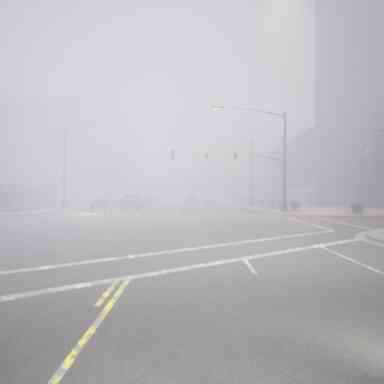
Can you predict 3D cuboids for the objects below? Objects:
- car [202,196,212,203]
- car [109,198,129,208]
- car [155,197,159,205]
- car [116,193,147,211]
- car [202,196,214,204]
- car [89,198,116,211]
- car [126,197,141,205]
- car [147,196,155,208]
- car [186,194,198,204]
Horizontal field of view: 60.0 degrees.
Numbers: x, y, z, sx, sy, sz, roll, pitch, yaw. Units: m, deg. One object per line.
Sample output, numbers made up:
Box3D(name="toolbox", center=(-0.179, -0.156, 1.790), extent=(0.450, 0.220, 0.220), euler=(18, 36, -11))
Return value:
Box3D(name="car", center=(3.431, 1.753, 78.159), extent=(2.033, 1.411, 5.357), euler=(0, -1, 0))
Box3D(name="car", center=(-10.606, 1.615, 48.545), extent=(1.895, 1.301, 4.718), euler=(0, 0, 0))
Box3D(name="car", center=(-7.095, 1.605, 61.100), extent=(1.882, 1.535, 5.008), euler=(0, -1, 0))
Box3D(name="car", center=(-7.105, 1.179, 39.647), extent=(2.150, 2.045, 5.566), euler=(0, 0, 0))
Box3D(name="car", center=(3.440, 1.718, 68.157), extent=(1.812, 1.442, 4.674), euler=(0, -1, 0))
Box3D(name="car", center=(-10.603, 1.444, 39.273), extent=(2.128, 1.511, 4.902), euler=(0, 0, 0))
Box3D(name="car", center=(-10.587, 1.604, 60.916), extent=(1.882, 1.535, 5.008), euler=(0, -1, 0))
Box3D(name="car", center=(-7.102, 1.372, 49.288), extent=(2.097, 1.767, 4.553), euler=(0, -1, -1))
Box3D(name="car", center=(-0.060, 1.410, 67.770), extent=(2.150, 2.045, 5.566), euler=(0, -1, 0))
